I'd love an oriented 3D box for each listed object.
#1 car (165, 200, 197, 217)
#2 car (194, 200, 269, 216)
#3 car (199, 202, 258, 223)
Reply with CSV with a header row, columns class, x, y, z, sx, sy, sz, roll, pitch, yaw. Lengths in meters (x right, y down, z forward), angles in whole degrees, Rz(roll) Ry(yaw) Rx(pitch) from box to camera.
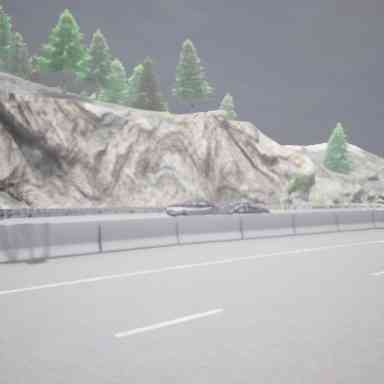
class,x,y,z,sx,sy,sz,roll,pitch,yaw
car,0.126,1.590,28.577,4.718,1.301,1.895,0,0,-29
car,2.976,1.496,22.131,4.902,1.511,2.128,0,0,-29
car,2.890,1.566,26.073,4.181,1.385,1.994,0,0,-28
